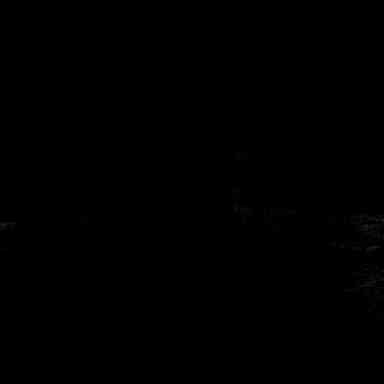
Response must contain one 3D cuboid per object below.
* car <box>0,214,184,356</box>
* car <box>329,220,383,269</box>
[{"bbox_3d":[-2.463,1.317,4.893,5.009,1.841,2.192,0,0,-36],"label":"car"},{"bbox_3d":[6.390,1.613,11.209,4.206,1.307,1.802,0,0,-36],"label":"car"}]
